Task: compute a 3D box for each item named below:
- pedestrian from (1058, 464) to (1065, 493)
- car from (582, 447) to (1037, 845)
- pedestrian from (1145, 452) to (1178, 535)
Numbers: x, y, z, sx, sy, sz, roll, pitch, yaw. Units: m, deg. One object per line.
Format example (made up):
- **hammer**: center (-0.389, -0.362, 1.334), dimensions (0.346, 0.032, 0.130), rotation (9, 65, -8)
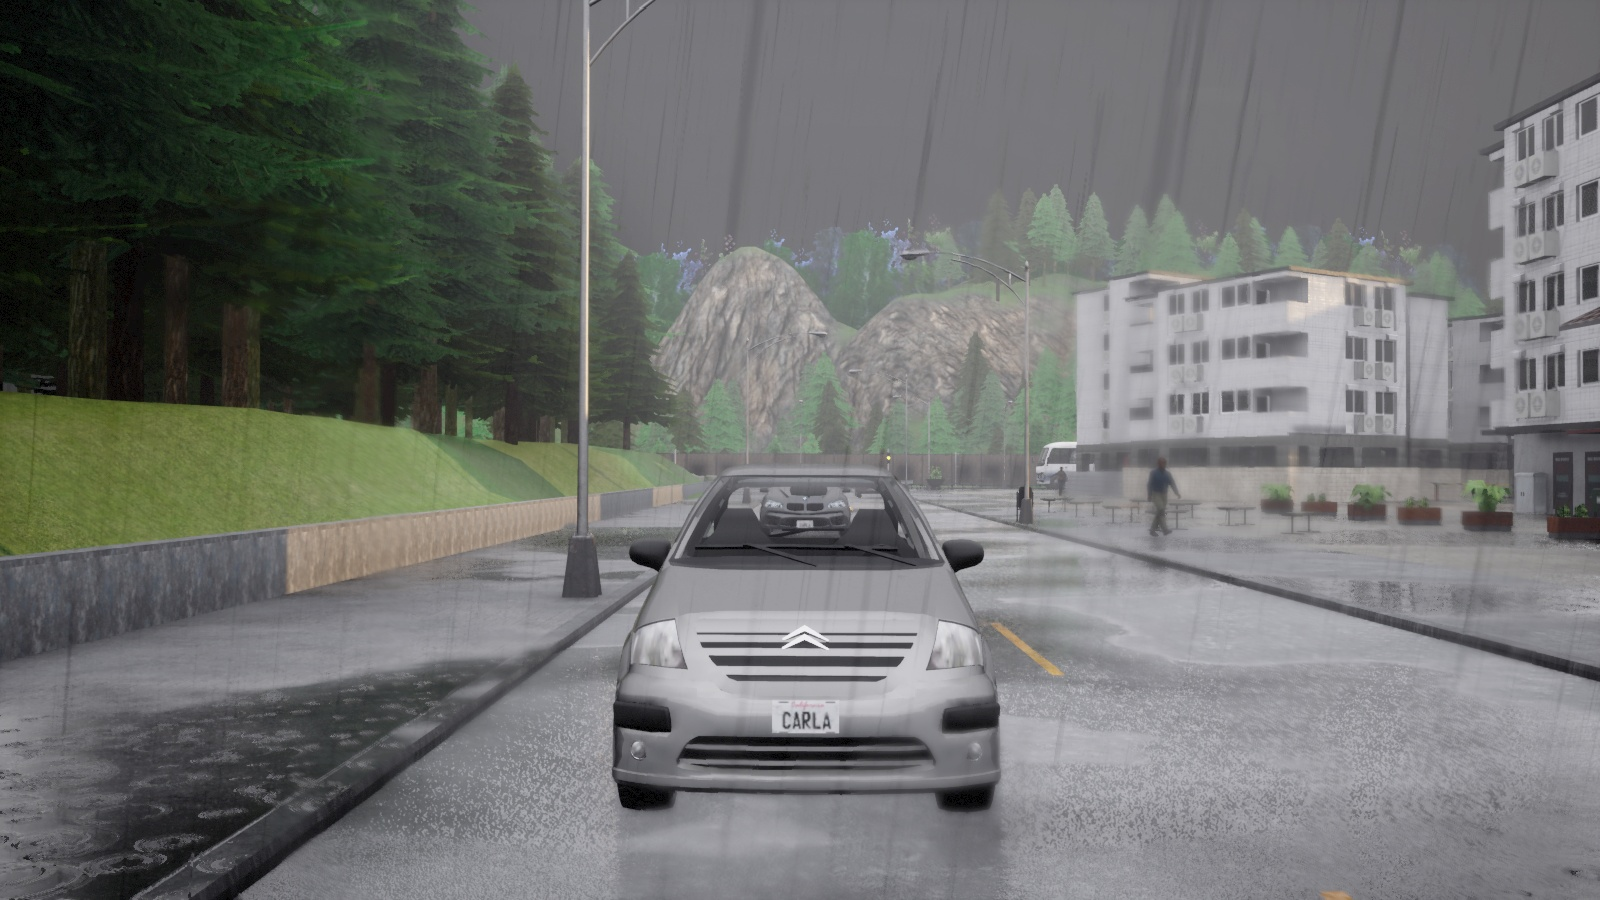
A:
- **pedestrian**: center (16.018, 1.748, 76.891), dimensions (0.328, 1.805, 0.869), rotation (0, -1, 9)
- **car**: center (0.044, 0.832, 7.120), dimensions (1.851, 1.617, 3.988), rotation (0, -1, 0)
- **pedestrian**: center (8.085, 0.963, 28.136), dimensions (0.370, 1.835, 0.726), rotation (0, -1, -15)
